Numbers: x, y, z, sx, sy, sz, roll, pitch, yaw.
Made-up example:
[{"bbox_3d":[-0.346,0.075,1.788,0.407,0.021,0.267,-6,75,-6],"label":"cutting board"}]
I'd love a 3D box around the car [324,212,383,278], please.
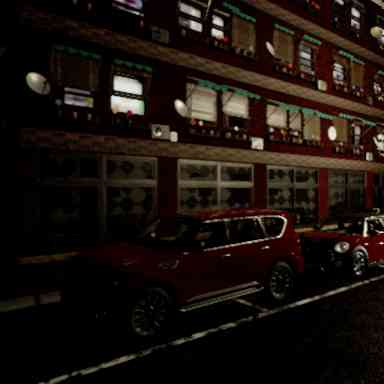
[{"bbox_3d":[4.718,1.383,9.928,4.097,1.590,1.967,0,0,-36],"label":"car"}]

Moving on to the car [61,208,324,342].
[{"bbox_3d":[0.131,1.292,6.652,5.009,1.841,2.192,0,0,-36],"label":"car"}]
